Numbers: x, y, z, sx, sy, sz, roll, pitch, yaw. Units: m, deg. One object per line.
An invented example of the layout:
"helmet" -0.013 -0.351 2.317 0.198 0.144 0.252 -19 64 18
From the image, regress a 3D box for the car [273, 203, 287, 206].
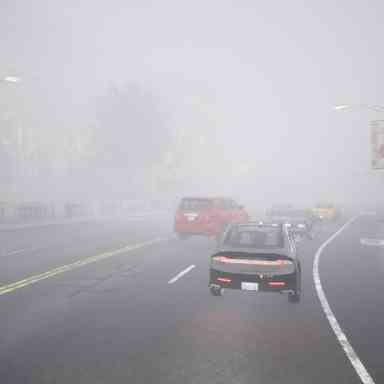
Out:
"car" 7.952 1.601 28.523 1.895 1.301 4.718 0 0 30

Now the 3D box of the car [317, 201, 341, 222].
"car" 10.572 1.456 26.265 1.801 1.575 5.366 0 0 30

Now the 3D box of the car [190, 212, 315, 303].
"car" 1.691 1.492 8.355 2.128 1.511 4.902 0 0 15

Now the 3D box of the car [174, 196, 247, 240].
"car" 1.155 1.221 16.410 2.150 2.045 5.566 0 0 26

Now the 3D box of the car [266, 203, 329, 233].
"car" 5.551 1.547 17.309 2.033 1.411 5.357 0 0 29
